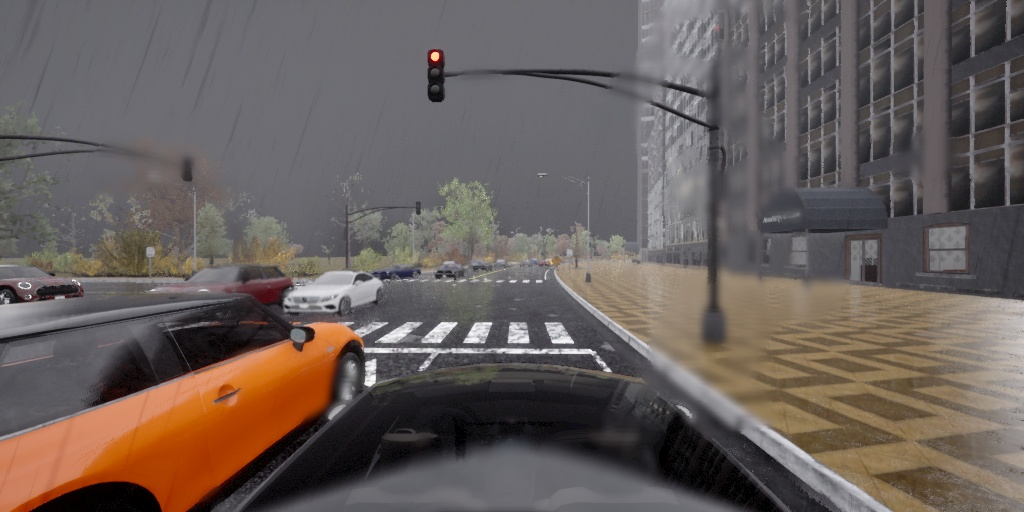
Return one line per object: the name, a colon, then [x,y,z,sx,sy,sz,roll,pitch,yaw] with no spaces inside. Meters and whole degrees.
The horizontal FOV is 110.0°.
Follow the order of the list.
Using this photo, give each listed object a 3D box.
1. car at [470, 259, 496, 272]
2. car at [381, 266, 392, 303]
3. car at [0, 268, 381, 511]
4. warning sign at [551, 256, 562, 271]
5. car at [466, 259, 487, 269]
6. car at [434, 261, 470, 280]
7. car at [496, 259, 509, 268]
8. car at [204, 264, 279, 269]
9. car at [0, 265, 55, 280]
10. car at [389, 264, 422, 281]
car: [-3.723,1.351,46.370,1.895,1.301,4.718,0,0,7]
car: [-6.331,1.274,13.382,1.812,1.442,4.674,0,0,2]
car: [-3.102,1.102,3.209,2.097,1.767,4.553,0,0,0]
warning sign: [5.473,0.870,44.136,1.300,1.860,1.060,0,0,7]
car: [-5.520,1.244,56.984,2.128,1.511,4.902,0,0,9]
car: [-5.292,1.349,31.332,1.895,1.301,4.718,0,0,5]
car: [-1.797,1.280,59.700,1.812,1.442,4.674,0,0,9]
car: [-9.630,1.100,12.198,2.097,1.767,4.553,0,0,2]
car: [-20.962,1.159,14.990,4.553,1.767,2.097,0,0,4]
car: [-9.507,1.348,29.667,1.895,1.301,4.718,0,0,18]
